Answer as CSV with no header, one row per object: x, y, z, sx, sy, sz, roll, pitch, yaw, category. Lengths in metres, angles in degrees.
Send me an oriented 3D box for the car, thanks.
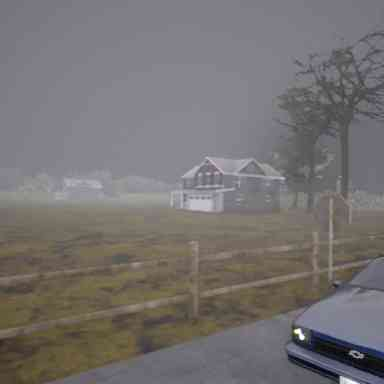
3.676,1.686,5.218,5.357,1.411,2.033,2,-2,-41,car
